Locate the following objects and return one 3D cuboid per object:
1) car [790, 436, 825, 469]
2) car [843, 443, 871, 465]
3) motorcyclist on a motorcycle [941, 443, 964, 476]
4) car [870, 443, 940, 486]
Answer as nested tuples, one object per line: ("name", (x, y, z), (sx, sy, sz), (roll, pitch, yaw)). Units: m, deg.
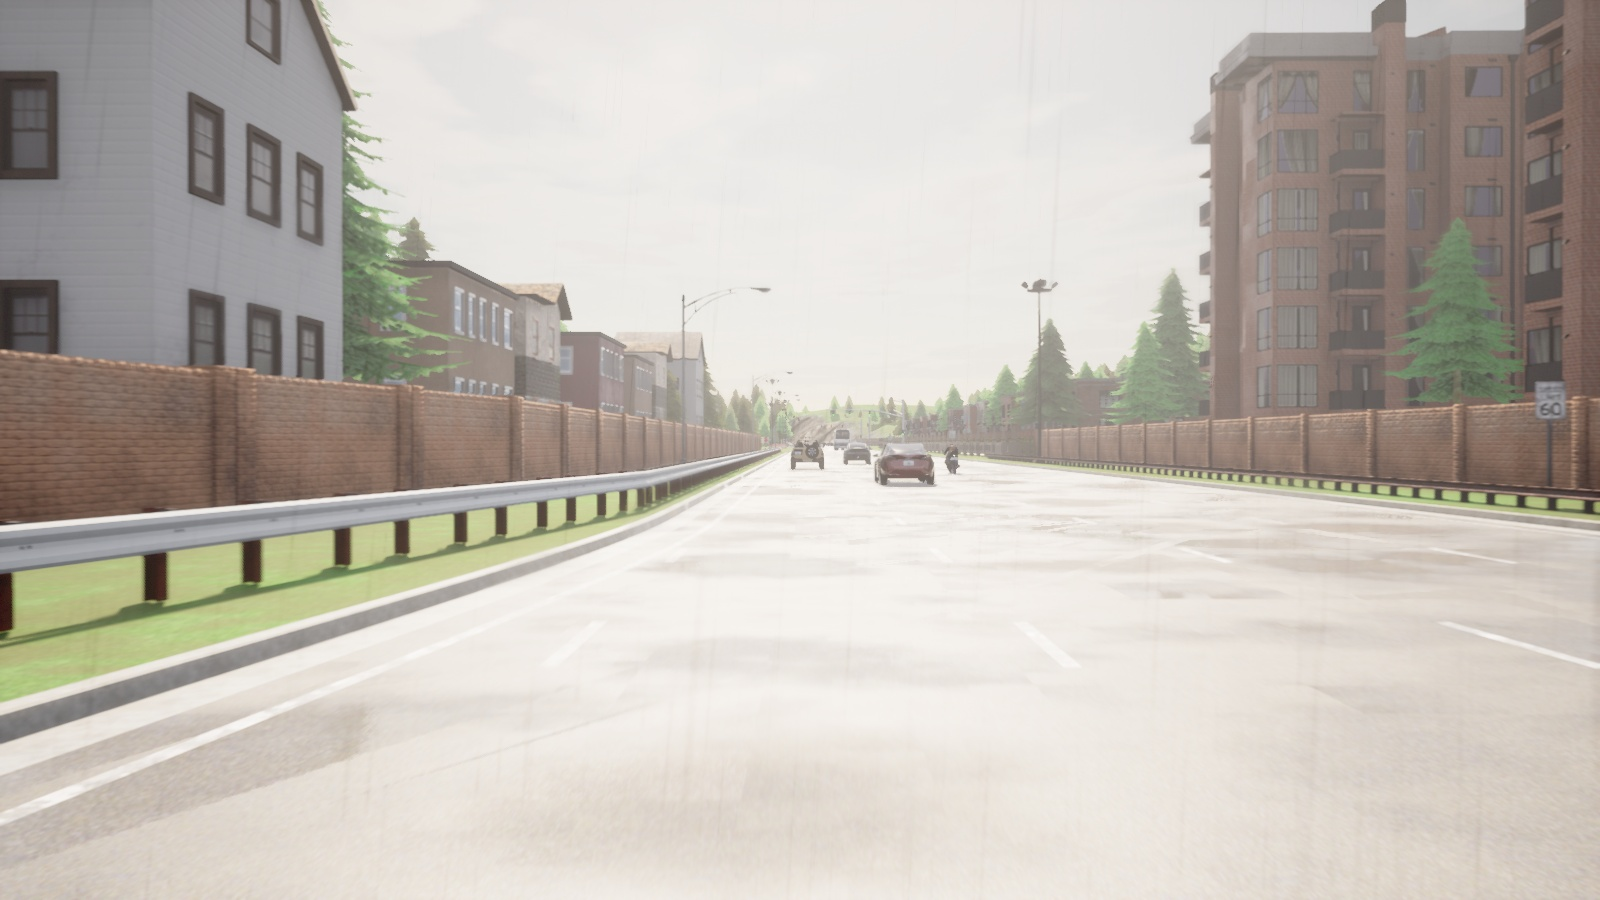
("car", (0.430, 0.154, 73.009), (1.932, 1.855, 4.605), (0, 0, 0))
("car", (4.021, 0.255, 89.001), (1.837, 1.490, 4.892), (0, 0, 0))
("motorcyclist on a motorcycle", (7.361, 0.446, 60.868), (0.866, 1.530, 2.191), (0, 0, 0))
("car", (3.805, 0.490, 46.232), (2.163, 1.488, 4.792), (0, 0, 0))
